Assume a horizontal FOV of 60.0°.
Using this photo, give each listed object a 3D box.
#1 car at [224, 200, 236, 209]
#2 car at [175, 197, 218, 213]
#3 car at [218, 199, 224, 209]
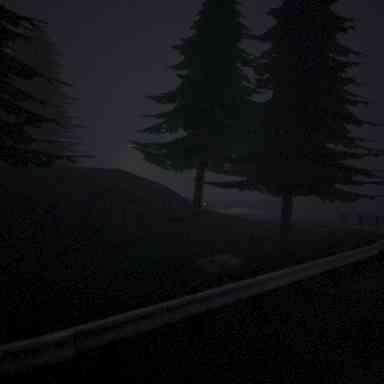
[{"bbox_3d":[3.709,1.682,48.805,5.357,1.411,2.033,0,0,36],"label":"car"},{"bbox_3d":[0.547,1.462,42.458,4.553,1.767,2.097,0,0,36],"label":"car"},{"bbox_3d":[1.584,1.720,46.024,4.718,1.301,1.895,0,0,36],"label":"car"}]
